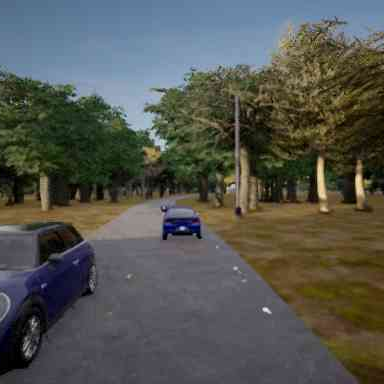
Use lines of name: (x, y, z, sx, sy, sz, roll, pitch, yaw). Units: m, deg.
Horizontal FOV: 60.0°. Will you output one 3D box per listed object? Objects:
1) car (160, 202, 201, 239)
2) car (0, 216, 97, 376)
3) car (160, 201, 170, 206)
car: (-0.617, 1.539, 17.933, 1.882, 1.535, 5.008, 0, 0, -4)
car: (-3.172, 1.385, 5.731, 2.097, 1.767, 4.553, 0, 0, -2)
car: (-2.591, 1.693, 37.001, 1.895, 1.301, 4.718, 0, 0, -7)
